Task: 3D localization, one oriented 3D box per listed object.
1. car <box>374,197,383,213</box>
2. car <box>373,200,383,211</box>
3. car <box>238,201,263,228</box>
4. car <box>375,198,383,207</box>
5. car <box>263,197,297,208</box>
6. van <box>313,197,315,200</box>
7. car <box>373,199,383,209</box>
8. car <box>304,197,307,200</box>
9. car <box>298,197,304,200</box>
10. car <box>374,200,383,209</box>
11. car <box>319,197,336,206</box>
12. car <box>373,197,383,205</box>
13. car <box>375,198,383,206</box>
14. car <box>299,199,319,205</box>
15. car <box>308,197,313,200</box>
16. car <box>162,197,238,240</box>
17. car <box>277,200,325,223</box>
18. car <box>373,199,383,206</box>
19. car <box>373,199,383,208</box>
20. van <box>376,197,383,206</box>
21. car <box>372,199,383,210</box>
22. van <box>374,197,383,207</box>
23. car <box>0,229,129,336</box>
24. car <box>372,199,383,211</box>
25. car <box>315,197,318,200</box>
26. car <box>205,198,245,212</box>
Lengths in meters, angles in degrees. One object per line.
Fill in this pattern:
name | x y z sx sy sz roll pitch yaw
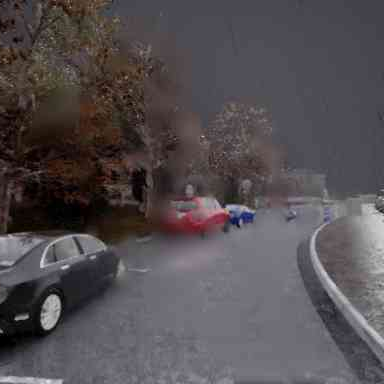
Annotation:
car | 23.925 1.693 38.703 4.892 1.521 2.231 0 -1 9
car | 28.198 1.863 46.390 4.674 1.452 2.002 0 0 9
car | 2.998 1.558 23.167 2.097 1.535 5.008 -1 0 28
car | 36.771 1.961 61.775 4.553 1.767 2.185 0 0 9
car | 15.480 1.865 60.146 5.566 2.045 2.435 -1 -2 9
van | 26.767 2.259 80.753 4.442 1.987 1.878 -1 -1 9
car | 32.475 1.955 54.079 4.892 1.521 2.231 0 0 9
car | 21.141 2.323 70.439 4.792 1.488 2.163 -1 -1 9
car | 19.769 2.122 67.861 4.553 1.767 2.185 -1 -1 9
car | 31.046 1.951 51.520 4.674 1.452 2.002 0 0 9
car | 29.233 2.290 71.781 1.882 1.535 5.008 -1 -1 29
car | 46.736 2.180 79.736 5.566 2.045 2.435 0 -1 9
car | 43.829 2.199 74.614 4.553 1.767 2.185 0 -1 9
car | 31.171 2.680 88.455 4.674 1.452 2.002 -1 -2 9
car | 24.034 2.386 75.580 4.892 1.521 2.231 -1 -1 9
car | 0.408 1.284 17.762 2.435 2.045 5.566 0 0 22
car | 8.571 1.568 25.826 2.033 1.411 5.357 -1 0 30
car | 41.005 2.226 69.479 5.008 1.535 2.097 0 -1 9
car | 35.321 2.043 59.215 4.892 1.521 2.231 0 0 9
van | 42.552 2.051 72.030 4.442 1.987 1.878 0 -1 9
car | 29.804 1.865 48.934 5.366 1.575 1.946 0 -1 9
van | 39.474 1.951 66.928 4.442 1.987 1.878 0 -1 9
car | -2.861 1.507 6.807 2.231 1.521 4.892 0 -1 11
car | 26.779 1.780 43.824 4.892 1.521 2.231 0 0 9
car | 28.316 2.573 83.299 4.674 1.452 2.002 -1 -1 9
car | 4.148 1.613 41.843 4.674 1.442 1.812 3 -1 38
